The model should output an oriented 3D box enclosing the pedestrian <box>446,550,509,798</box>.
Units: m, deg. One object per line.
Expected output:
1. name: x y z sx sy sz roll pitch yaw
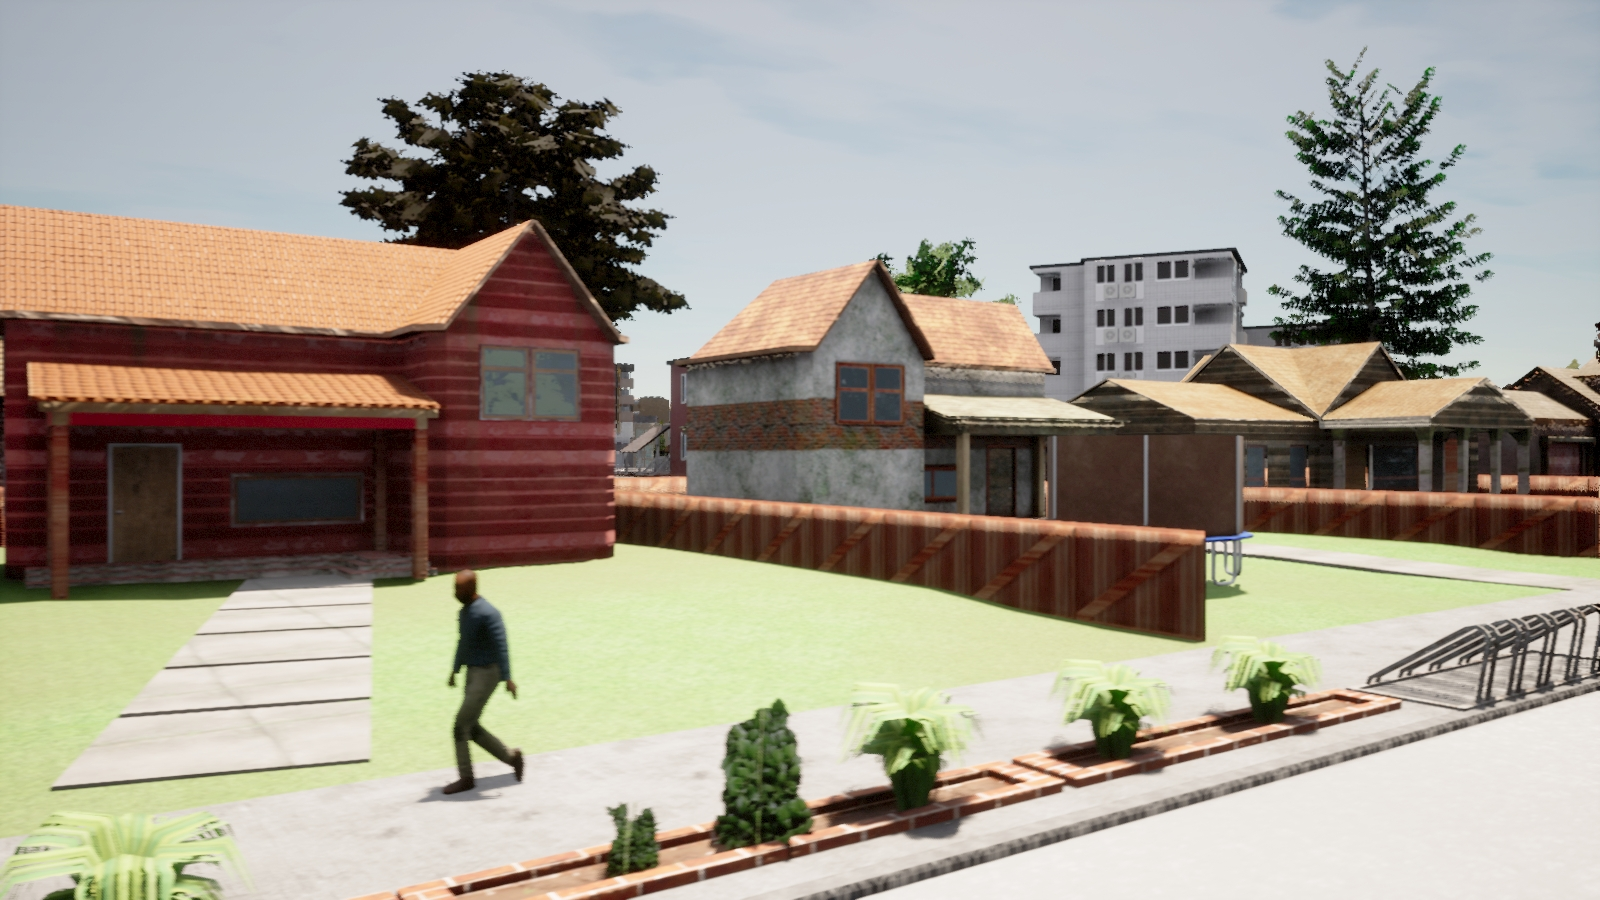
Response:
1. pedestrian: -2.549 1.744 9.030 0.375 1.860 0.375 0 0 -36
